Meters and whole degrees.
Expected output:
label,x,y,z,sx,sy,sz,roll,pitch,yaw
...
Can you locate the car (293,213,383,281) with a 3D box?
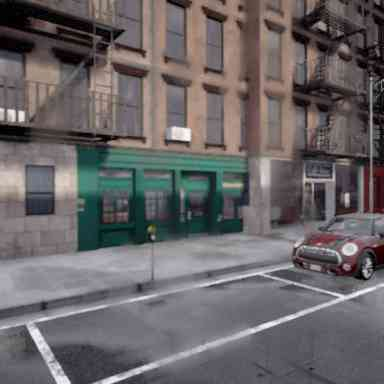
label,x,y,z,sx,sy,sz,roll,pitch,yaw
car,4.750,1.373,9.573,4.097,1.590,1.967,-1,0,-35
